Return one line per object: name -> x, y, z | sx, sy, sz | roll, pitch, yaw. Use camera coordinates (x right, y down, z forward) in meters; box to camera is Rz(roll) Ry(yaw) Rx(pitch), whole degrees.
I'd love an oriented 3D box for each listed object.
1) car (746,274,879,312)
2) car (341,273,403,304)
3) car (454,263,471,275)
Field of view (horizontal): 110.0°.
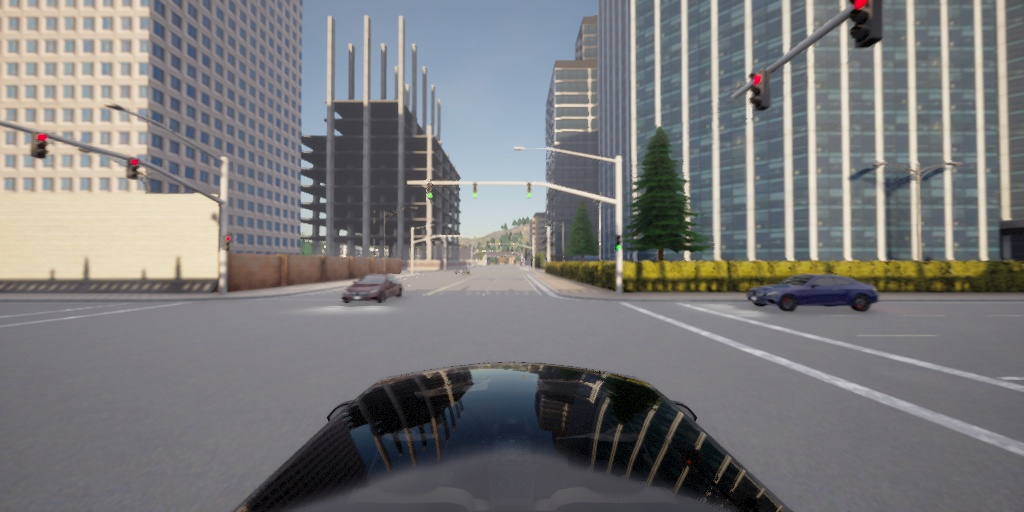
car -> 12.303, 1.471, 14.810 | 4.674, 1.442, 1.812 | 0, -1, 0
car -> -6.987, 1.642, 18.502 | 1.812, 1.442, 4.674 | 0, -1, 0
car -> -7.006, 2.019, 51.241 | 1.994, 1.385, 4.181 | 0, -1, 0
